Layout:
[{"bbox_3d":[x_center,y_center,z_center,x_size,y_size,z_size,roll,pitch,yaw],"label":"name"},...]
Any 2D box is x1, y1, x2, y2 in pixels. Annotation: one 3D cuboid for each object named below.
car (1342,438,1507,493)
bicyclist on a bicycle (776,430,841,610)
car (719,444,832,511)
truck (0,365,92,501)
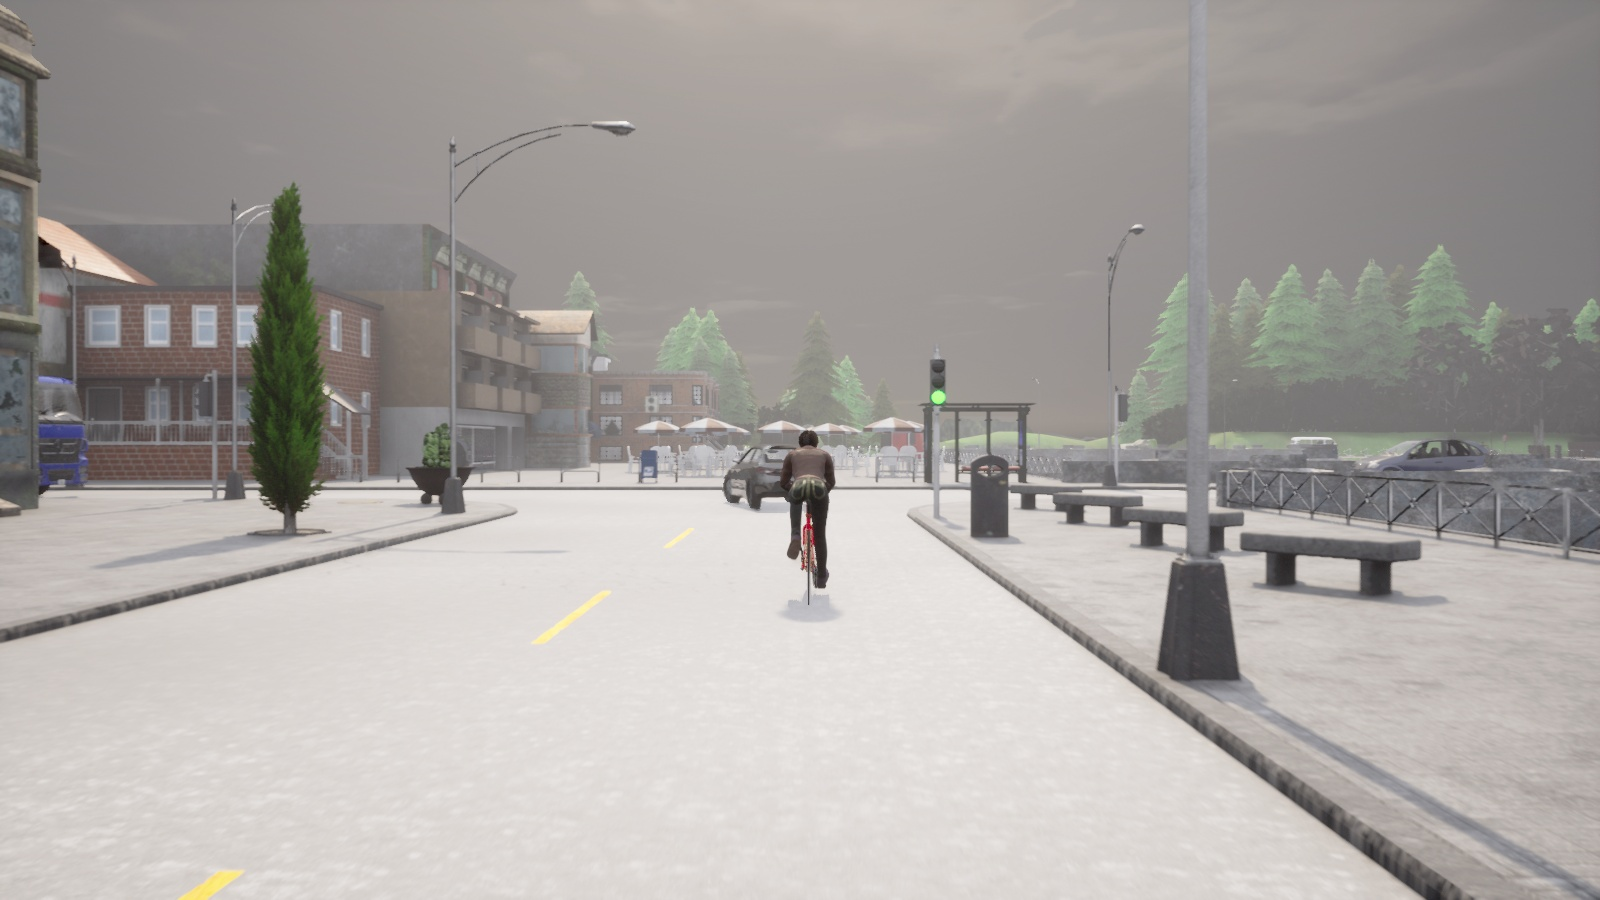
[{"bbox_3d":[18.556,0.448,37.455,3.988,1.617,1.851,0,0,0],"label":"car"},{"bbox_3d":[0.082,0.631,12.133,0.582,1.620,1.656,0,0,0],"label":"bicyclist on a bicycle"},{"bbox_3d":[-0.668,0.591,29.990,1.816,1.474,4.193,0,0,-14],"label":"car"},{"bbox_3d":[-23.773,-0.444,33.686,7.936,3.462,2.891,0,0,1],"label":"truck"}]
